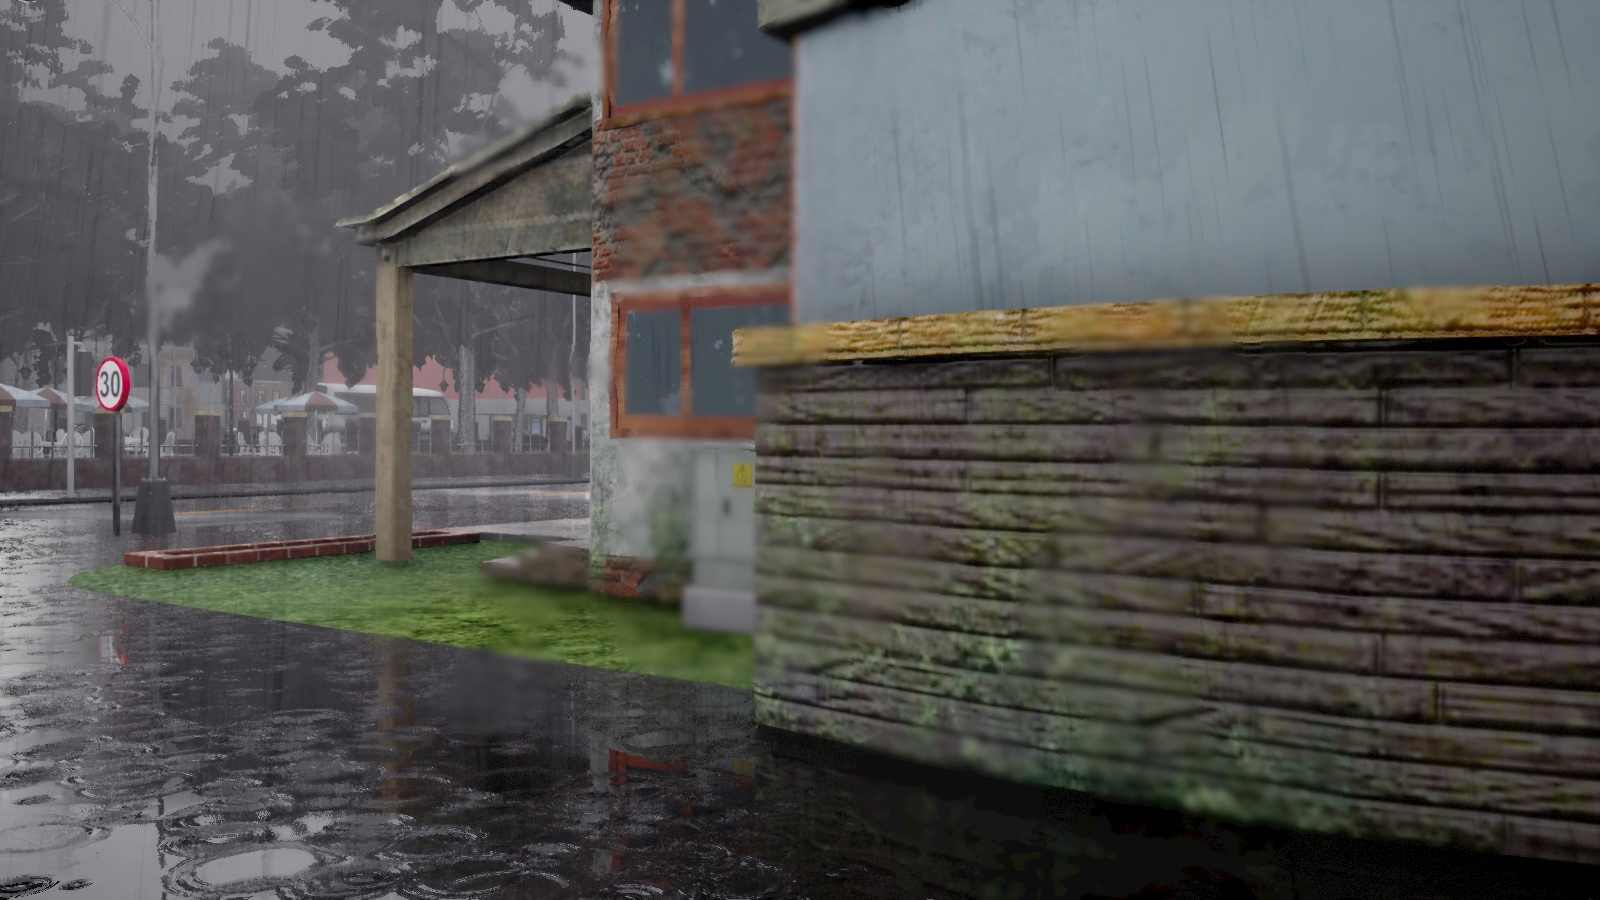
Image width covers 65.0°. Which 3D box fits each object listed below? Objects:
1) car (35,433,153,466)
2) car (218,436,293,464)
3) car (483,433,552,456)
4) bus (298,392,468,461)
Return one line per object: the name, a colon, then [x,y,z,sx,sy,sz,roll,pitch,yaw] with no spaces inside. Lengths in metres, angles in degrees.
car: [-37.408,-0.062,66.681,2.152,1.651,5.027,0,1,33]
car: [-32.264,-0.015,74.493,1.789,1.549,3.705,0,1,33]
car: [-20.658,-0.409,92.079,2.033,1.649,4.856,0,1,33]
bus: [-27.106,-1.524,82.317,3.944,4.253,10.273,0,1,33]
